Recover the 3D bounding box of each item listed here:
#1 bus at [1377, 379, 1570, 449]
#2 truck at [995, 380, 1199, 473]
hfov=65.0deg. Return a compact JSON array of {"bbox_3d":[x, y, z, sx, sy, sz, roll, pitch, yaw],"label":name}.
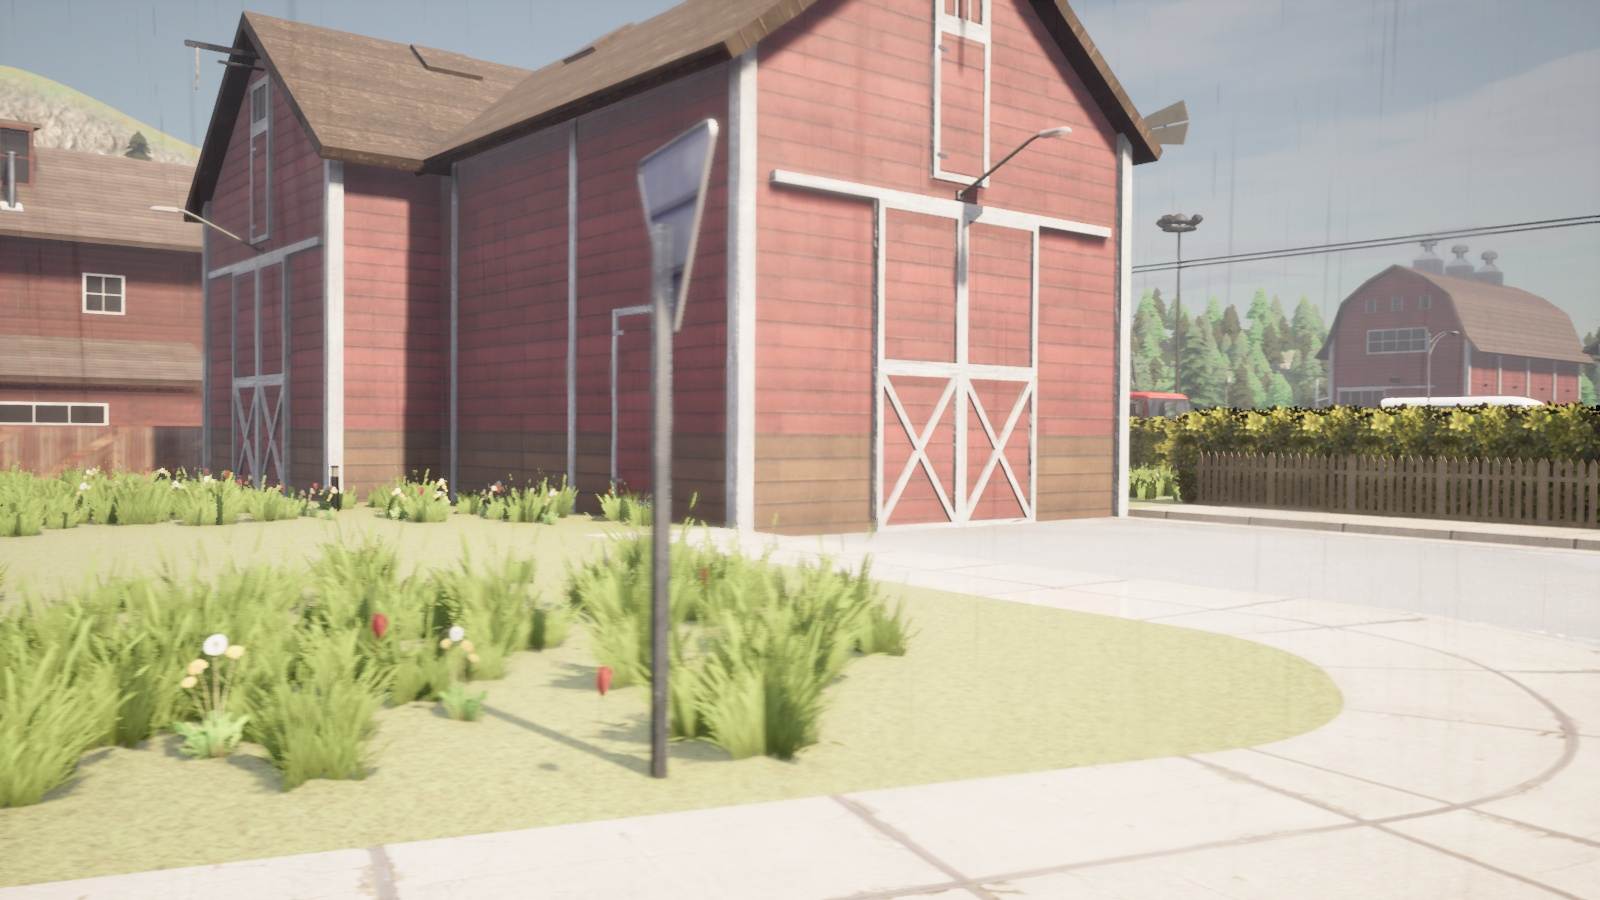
[{"bbox_3d":[43.225,-2.227,80.971,3.944,4.253,10.273,-2,1,-40],"label":"bus"},{"bbox_3d":[11.934,-0.925,51.166,2.891,3.462,7.936,-2,1,-39],"label":"truck"}]
